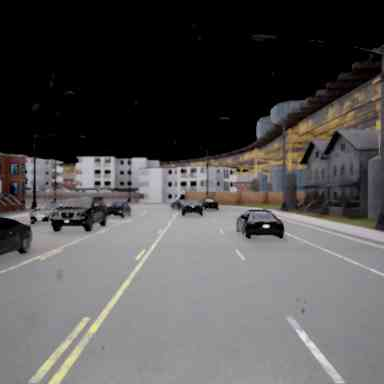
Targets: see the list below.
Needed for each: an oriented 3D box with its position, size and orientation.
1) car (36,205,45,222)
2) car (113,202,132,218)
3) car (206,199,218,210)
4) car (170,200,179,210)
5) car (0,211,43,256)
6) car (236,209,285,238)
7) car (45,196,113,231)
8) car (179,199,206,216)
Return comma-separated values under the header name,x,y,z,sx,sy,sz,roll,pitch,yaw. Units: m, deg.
name,x,y,z,sx,sy,sz,roll,pitch,yaw
car,-10.501,1.605,25.372,2.128,1.511,4.902,0,0,0
car,-7.003,1.673,31.867,2.033,1.411,5.357,0,0,0
car,2.111,1.655,45.399,1.882,1.535,5.008,0,0,-13
car,-1.559,1.727,45.716,2.033,1.411,5.357,0,0,-18
car,-7.053,1.570,11.126,1.812,1.442,4.674,0,0,0
car,3.599,1.635,18.122,1.994,1.385,4.181,0,0,0
car,-7.001,1.306,21.361,2.150,2.045,5.566,0,0,0
car,-0.019,1.487,34.458,2.097,1.767,4.553,0,0,-3
